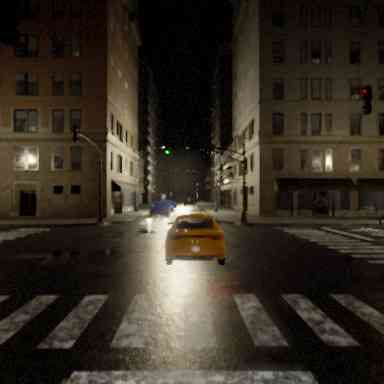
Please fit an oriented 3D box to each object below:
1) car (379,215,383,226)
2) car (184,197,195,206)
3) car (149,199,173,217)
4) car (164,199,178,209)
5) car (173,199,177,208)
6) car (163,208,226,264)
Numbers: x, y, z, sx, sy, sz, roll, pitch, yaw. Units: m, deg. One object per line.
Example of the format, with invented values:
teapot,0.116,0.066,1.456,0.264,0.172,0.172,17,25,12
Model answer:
car,14.658,1.658,21.380,4.892,1.490,1.837,0,-1,-1
car,-0.553,1.817,64.901,2.097,1.767,4.553,0,0,-1
car,-3.252,1.720,34.380,1.882,1.535,5.008,0,0,-1
car,-3.428,1.939,55.152,2.033,1.411,5.357,0,0,-1
car,-3.367,1.792,44.563,1.882,1.535,5.008,0,0,0
car,0.106,1.542,12.164,1.882,1.535,5.008,0,-1,0
